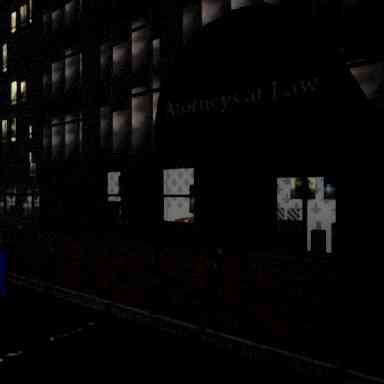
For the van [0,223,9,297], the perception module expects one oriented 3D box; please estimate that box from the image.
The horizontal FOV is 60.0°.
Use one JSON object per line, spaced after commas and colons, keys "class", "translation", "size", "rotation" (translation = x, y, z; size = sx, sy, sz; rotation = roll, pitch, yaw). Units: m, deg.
{"class": "van", "translation": [-5.363, 1.339, 6.694], "size": [3.998, 1.788, 1.690], "rotation": [0, 0, 35]}
